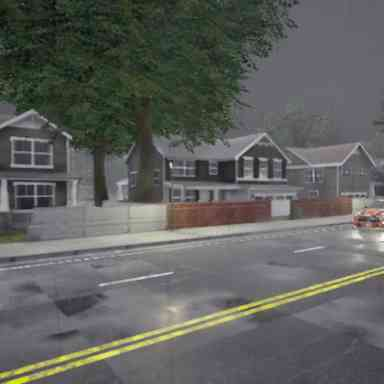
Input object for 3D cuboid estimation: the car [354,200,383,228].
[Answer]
[{"bbox_3d":[11.755,1.261,20.061,4.553,1.767,2.097,0,0,-35],"label":"car"}]
